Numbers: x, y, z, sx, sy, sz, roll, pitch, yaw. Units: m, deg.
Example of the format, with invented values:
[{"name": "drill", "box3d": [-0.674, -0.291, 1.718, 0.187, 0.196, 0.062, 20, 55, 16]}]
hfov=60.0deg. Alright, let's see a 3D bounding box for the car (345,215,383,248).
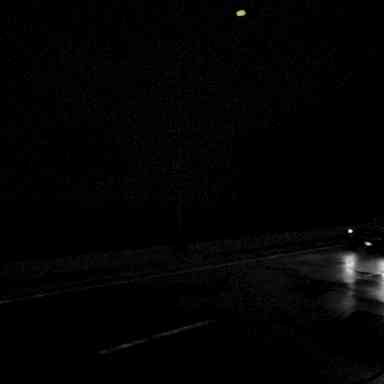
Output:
[{"name": "car", "box3d": [8.337, 1.608, 13.623, 4.718, 1.301, 1.895, 0, 0, -35]}]
